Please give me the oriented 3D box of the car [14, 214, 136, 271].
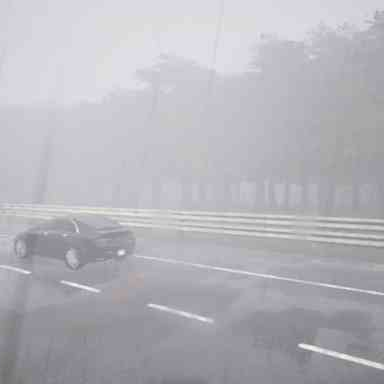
[{"bbox_3d":[-4.011,1.508,11.039,4.892,1.490,1.837,0,0,36],"label":"car"}]
